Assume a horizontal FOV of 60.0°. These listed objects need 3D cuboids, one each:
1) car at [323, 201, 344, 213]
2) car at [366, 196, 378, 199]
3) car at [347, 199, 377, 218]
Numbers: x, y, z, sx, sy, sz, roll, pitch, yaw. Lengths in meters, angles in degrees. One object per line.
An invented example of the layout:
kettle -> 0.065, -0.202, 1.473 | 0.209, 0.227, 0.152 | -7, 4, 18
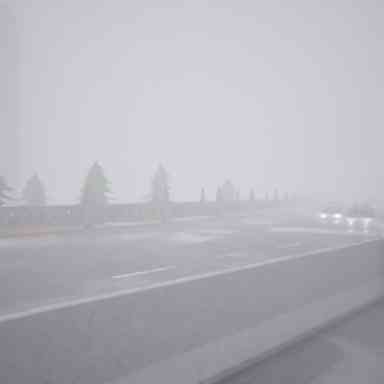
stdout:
car -> 16.403, 1.726, 38.524 | 1.895, 1.301, 4.718 | 0, 0, 30
car -> 35.940, 1.526, 66.384 | 1.837, 1.490, 4.892 | 0, 0, 29
car -> 15.916, 1.661, 31.232 | 1.994, 1.385, 4.181 | 0, 0, 34
